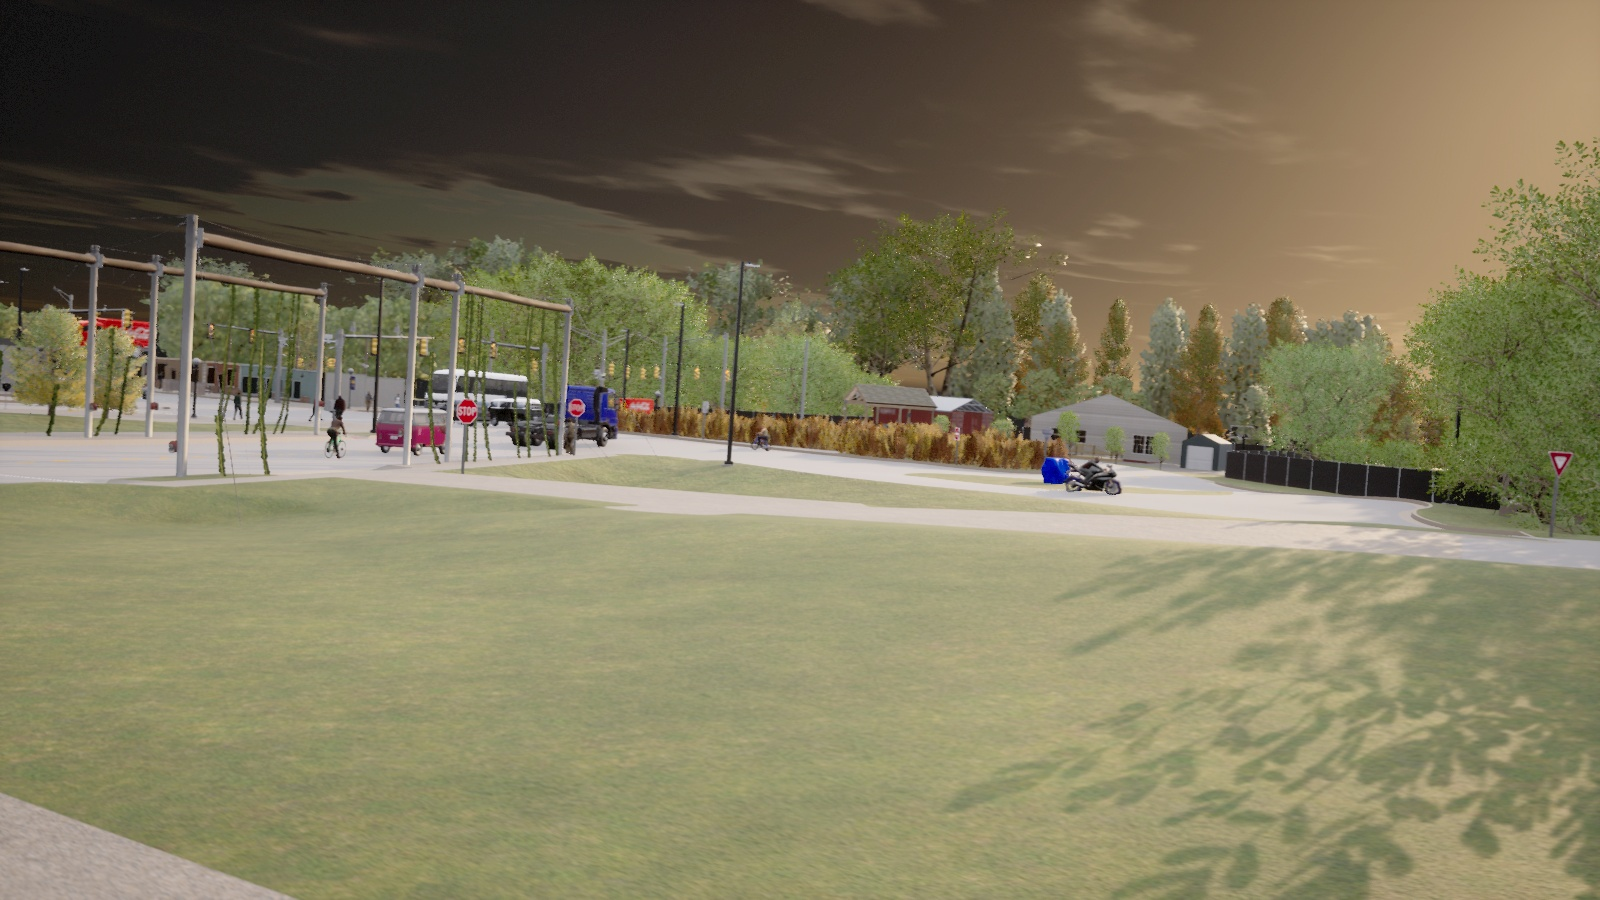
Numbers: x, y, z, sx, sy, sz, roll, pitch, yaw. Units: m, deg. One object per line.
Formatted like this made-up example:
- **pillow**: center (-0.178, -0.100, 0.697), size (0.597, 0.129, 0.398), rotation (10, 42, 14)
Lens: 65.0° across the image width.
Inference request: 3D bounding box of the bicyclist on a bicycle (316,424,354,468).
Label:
- **bicyclist on a bicycle**: center (-17.658, -0.164, 47.741), size (0.582, 1.620, 1.656), rotation (3, 1, 7)

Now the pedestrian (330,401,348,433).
- **pedestrian**: center (-27.675, -1.959, 75.359), size (0.899, 1.844, 0.634), rotation (6, 4, 43)

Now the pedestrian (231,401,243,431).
- **pedestrian**: center (-34.867, -2.129, 77.809), size (0.353, 1.847, 0.614), rotation (3, 3, 8)

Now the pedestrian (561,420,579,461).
- **pedestrian**: center (-11.034, -0.460, 60.169), size (0.692, 1.930, 0.396), rotation (3, 3, 4)

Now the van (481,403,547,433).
- **van**: center (-20.251, -2.266, 88.881), size (4.480, 2.038, 2.069), rotation (3, 3, 35)

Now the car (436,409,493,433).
- **car**: center (-23.090, -1.994, 86.369), size (3.705, 1.549, 1.789), rotation (3, 3, 33)

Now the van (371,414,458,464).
- **van**: center (-16.692, -0.519, 54.544), size (1.775, 1.987, 4.442), rotation (4, 2, 9)

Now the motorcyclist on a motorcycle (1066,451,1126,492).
- **motorcyclist on a motorcycle**: center (11.817, 0.842, 50.142), size (2.191, 1.530, 0.866), rotation (3, 1, 18)

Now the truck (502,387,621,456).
- **truck**: center (-13.120, -1.679, 69.786), size (2.891, 3.462, 7.936), rotation (4, 4, 18)
